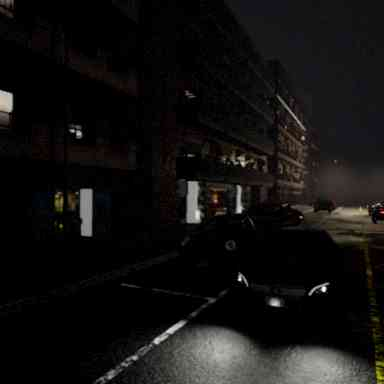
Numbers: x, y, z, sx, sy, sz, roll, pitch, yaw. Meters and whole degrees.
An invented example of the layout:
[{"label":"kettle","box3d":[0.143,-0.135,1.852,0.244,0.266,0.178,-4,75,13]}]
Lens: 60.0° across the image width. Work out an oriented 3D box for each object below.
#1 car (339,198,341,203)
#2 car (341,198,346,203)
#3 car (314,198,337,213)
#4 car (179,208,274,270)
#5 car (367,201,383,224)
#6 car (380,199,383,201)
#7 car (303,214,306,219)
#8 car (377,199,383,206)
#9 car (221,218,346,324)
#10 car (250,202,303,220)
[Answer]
[{"label":"car","box3d":[21.447,1.922,51.390,1.887,1.381,4.507,1,0,27]},{"label":"car","box3d":[39.171,2.203,86.636,2.008,1.369,4.403,1,0,27]},{"label":"car","box3d":[16.385,1.613,41.319,2.192,1.841,5.009,1,0,27]},{"label":"car","box3d":[1.190,1.497,11.107,1.967,1.590,4.097,1,0,27]},{"label":"car","box3d":[15.450,1.717,26.607,2.128,1.511,4.902,0,-1,27]},{"label":"car","box3d":[20.540,1.856,36.755,2.033,1.411,5.357,0,0,27]},{"label":"car","box3d":[6.253,1.720,21.178,1.802,1.307,4.206,1,0,27]},{"label":"car","box3d":[39.060,2.123,67.761,2.008,1.369,4.403,1,0,27]},{"label":"car","box3d":[2.431,1.576,7.588,1.812,1.442,4.674,0,0,27]},{"label":"car","box3d":[3.724,1.413,16.143,2.192,1.841,5.009,1,0,27]}]
